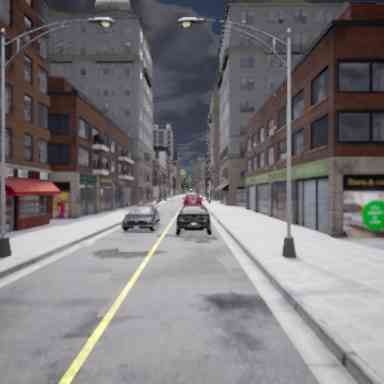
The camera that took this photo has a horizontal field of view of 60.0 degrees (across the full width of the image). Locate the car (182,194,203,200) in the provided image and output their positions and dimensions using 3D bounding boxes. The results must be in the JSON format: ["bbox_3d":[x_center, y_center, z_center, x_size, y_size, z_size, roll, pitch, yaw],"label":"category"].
[{"bbox_3d":[0.088,1.244,38.252,2.150,2.045,5.566,0,0,0],"label":"car"}]

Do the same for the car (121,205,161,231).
[{"bbox_3d":[-3.013,1.555,20.836,2.033,1.411,5.357,0,0,0],"label":"car"}]

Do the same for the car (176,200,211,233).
[{"bbox_3d":[0.094,1.484,19.531,1.882,1.535,5.008,0,0,0],"label":"car"}]
